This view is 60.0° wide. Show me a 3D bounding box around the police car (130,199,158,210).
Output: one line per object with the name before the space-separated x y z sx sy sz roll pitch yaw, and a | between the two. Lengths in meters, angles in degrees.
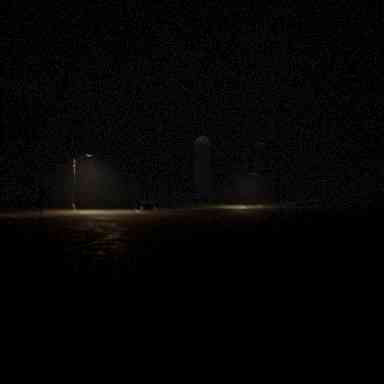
police car | -7.649 2.015 52.930 1.930 1.638 5.238 1 0 36
